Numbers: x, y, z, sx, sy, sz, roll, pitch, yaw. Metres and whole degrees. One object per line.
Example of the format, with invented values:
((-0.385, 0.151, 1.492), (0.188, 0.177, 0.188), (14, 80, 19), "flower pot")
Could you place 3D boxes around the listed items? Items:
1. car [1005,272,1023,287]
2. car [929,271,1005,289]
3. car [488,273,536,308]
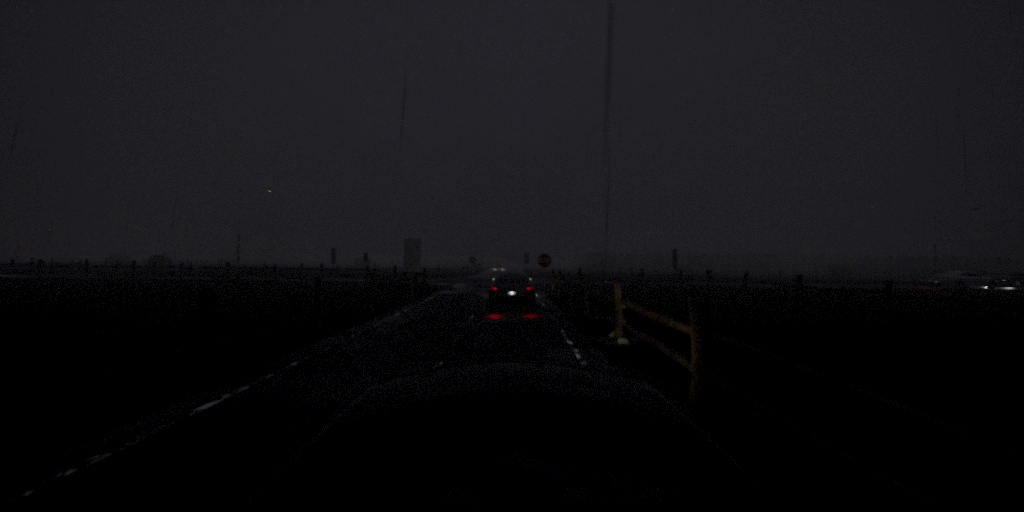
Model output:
((48.751, 2.268, 34.493), (4.892, 1.490, 1.837), (1, -1, 0), "car")
((39.726, 2.087, 31.631), (4.674, 1.442, 1.812), (1, -1, 0), "car")
((0.002, 1.451, 16.143), (1.994, 1.385, 4.181), (0, -1, 0), "car")
